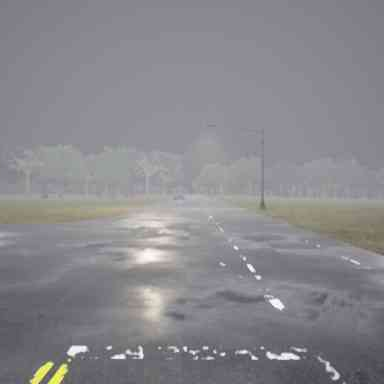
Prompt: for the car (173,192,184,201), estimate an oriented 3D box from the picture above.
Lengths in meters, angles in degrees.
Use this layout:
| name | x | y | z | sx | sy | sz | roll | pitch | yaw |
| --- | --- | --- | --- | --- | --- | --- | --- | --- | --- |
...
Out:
| name | x | y | z | sx | sy | sz | roll | pitch | yaw |
| --- | --- | --- | --- | --- | --- | --- | --- | --- | --- |
| car | -3.179 | 1.049 | 79.942 | 2.150 | 2.045 | 5.566 | 0 | 0 | 4 |
